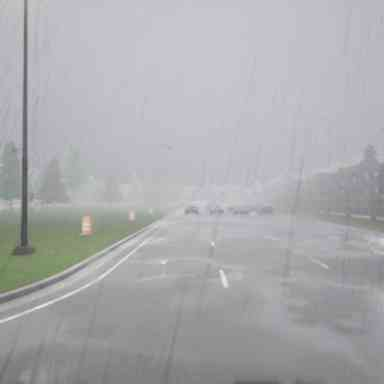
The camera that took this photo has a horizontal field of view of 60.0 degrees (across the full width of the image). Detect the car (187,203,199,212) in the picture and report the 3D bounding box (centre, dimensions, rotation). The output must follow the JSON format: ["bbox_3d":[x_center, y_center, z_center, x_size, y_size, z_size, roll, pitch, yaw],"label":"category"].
[{"bbox_3d":[0.212,2.726,58.116,1.837,1.490,4.892,0,-1,1],"label":"car"}]

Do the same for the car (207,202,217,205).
[{"bbox_3d":[3.710,2.556,58.014,2.097,1.767,4.553,0,-1,1],"label":"car"}]

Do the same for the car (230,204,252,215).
[{"bbox_3d":[7.049,2.544,47.978,1.994,1.385,4.181,0,-1,2],"label":"car"}]

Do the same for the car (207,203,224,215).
[{"bbox_3d":[3.549,2.597,48.074,1.895,1.301,4.718,0,-1,2],"label":"car"}]

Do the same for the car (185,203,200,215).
[{"bbox_3d":[0.038,2.508,47.695,1.837,1.490,4.892,0,-1,2],"label":"car"}]

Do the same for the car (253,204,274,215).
[{"bbox_3d":[10.546,2.469,47.930,1.837,1.490,4.892,0,-1,2],"label":"car"}]

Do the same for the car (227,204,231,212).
[{"bbox_3d":[7.211,2.789,57.994,1.895,1.301,4.718,0,-1,1],"label":"car"}]
